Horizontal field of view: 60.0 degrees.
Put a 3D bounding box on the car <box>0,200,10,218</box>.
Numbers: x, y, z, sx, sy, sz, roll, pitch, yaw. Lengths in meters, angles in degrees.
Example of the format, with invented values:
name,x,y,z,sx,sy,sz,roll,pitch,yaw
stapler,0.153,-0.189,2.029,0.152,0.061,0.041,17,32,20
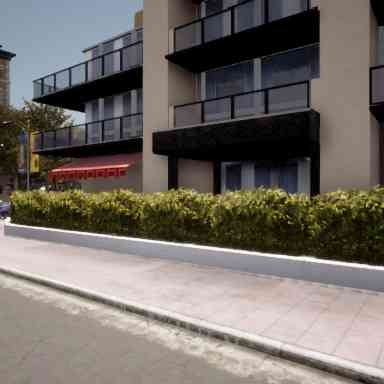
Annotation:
name,x,y,z,sx,sy,sz,roll,pitch,yaw
car,-14.772,1.525,29.708,1.812,1.442,4.674,0,0,36
